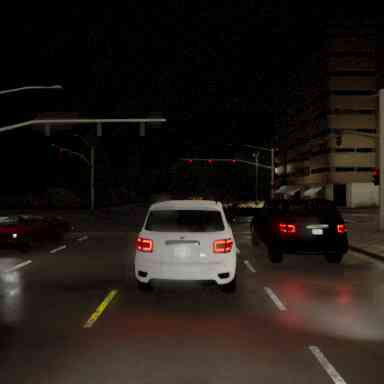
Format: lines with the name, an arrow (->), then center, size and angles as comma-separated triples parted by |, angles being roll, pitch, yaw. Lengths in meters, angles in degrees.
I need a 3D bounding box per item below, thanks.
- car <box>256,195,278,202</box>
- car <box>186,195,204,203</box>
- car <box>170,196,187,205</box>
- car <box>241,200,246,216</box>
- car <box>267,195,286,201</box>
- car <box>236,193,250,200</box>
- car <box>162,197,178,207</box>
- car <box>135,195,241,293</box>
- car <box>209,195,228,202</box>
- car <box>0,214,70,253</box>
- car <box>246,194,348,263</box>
car -> 18.189, 1.540, 80.172 | 5.357, 1.411, 2.033 | 0, 0, -34
car -> 0.651, 1.478, 70.309 | 1.882, 1.535, 5.008 | 0, 0, 23
car -> -2.436, 1.505, 60.782 | 1.837, 1.490, 4.892 | 0, 0, 13
car -> 4.763, 1.612, 29.348 | 4.718, 1.301, 1.895 | 0, 0, 0
car -> 21.827, 1.524, 86.198 | 4.674, 1.442, 1.812 | 0, 0, -22
car -> 13.060, 1.225, 80.679 | 5.566, 2.045, 2.150 | 0, 0, -41
car -> -3.371, 1.505, 51.545 | 1.837, 1.490, 4.892 | 0, 0, 3
car -> 0.015, 1.221, 9.090 | 2.150, 2.045, 5.566 | 0, 0, 4
car -> 6.367, 1.525, 78.940 | 2.128, 1.511, 4.902 | 0, 0, 38
car -> -6.852, 1.601, 13.779 | 1.895, 1.301, 4.718 | 0, 0, 2
car -> 3.576, 1.221, 12.116 | 2.150, 2.045, 5.566 | 0, 0, 0
